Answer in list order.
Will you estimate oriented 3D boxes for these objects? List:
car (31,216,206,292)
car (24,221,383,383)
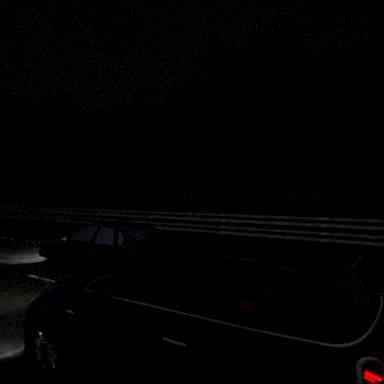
[{"bbox_3d":[-2.400,1.597,9.990,5.357,1.411,2.033,0,0,35],"label":"car"},{"bbox_3d":[-0.016,1.366,4.000,4.553,1.767,2.097,0,0,35],"label":"car"}]
